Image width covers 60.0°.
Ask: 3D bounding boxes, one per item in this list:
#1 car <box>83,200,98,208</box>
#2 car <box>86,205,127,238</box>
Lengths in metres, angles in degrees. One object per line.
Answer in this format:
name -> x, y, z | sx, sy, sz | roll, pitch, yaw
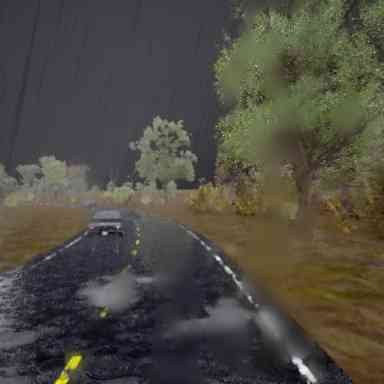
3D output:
car -> -17.774, 2.123, 57.986 | 2.033, 1.411, 5.357 | 0, -1, -27
car -> -4.791, 1.715, 19.306 | 2.033, 1.411, 5.357 | 0, 0, -9
